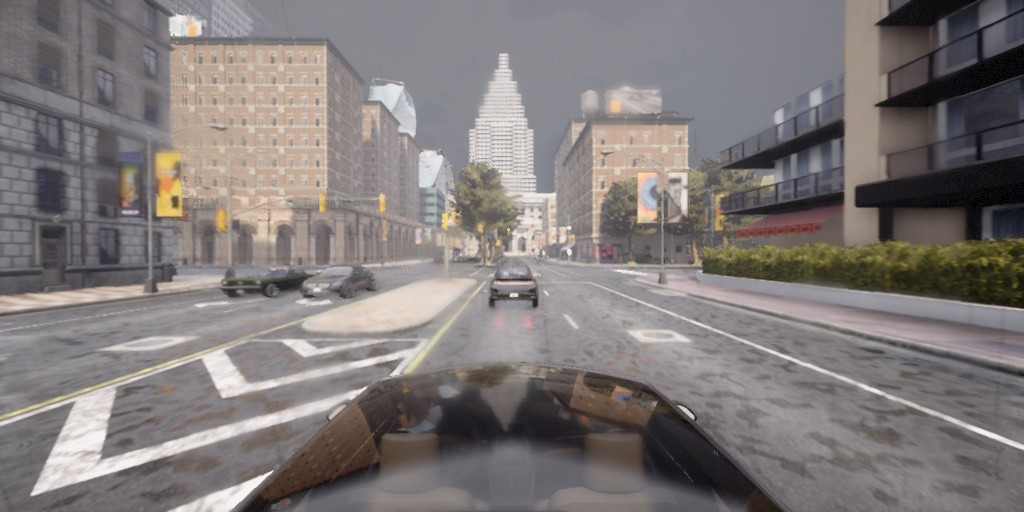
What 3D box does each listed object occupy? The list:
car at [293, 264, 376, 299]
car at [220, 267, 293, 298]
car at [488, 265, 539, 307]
[{"bbox_3d":[-8.061,1.133,17.164,1.812,1.442,4.674,0,0,0],"label":"car"},{"bbox_3d":[-11.559,1.212,17.486,1.895,1.301,4.718,0,1,0],"label":"car"},{"bbox_3d":[0.056,1.110,14.617,2.128,1.511,4.902,0,1,0],"label":"car"}]
